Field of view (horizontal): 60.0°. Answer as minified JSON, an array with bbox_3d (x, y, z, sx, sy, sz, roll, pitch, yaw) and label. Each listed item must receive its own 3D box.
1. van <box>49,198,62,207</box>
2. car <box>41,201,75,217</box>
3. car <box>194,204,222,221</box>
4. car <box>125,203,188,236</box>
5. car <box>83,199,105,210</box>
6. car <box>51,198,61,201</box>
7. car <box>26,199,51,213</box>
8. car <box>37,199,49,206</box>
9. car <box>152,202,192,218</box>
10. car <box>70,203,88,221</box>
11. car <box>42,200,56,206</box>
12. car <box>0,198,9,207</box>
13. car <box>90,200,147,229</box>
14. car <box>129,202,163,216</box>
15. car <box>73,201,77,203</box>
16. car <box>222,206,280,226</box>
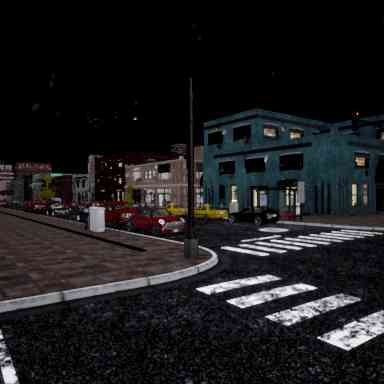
[{"bbox_3d":[-28.999,2.173,70.661,1.690,1.788,3.998,-1,0,-36],"label":"van"},{"bbox_3d":[-15.551,2.053,38.449,2.008,1.369,4.403,-1,0,-36],"label":"car"},{"bbox_3d":[1.163,1.753,29.890,1.752,1.417,4.829,-1,0,-36],"label":"car"},{"bbox_3d":[-2.104,1.673,20.268,1.967,1.590,4.097,-1,0,-36],"label":"car"},{"bbox_3d":[-15.549,2.002,52.480,1.967,1.590,4.097,-1,0,-36],"label":"car"},{"bbox_3d":[-25.313,2.265,61.332,1.812,1.442,4.674,-1,0,-35],"label":"car"},{"bbox_3d":[-22.280,1.952,47.539,2.192,1.841,5.009,-1,0,-36],"label":"car"},{"bbox_3d":[-35.819,2.494,79.889,1.752,1.417,4.829,-1,0,-36],"label":"car"},{"bbox_3d":[-2.200,1.820,34.435,1.752,1.417,4.829,-1,0,-36],"label":"car"},{"bbox_3d":[-8.826,1.919,29.359,2.008,1.369,4.403,-1,0,-36],"label":"car"},{"bbox_3d":[-32.356,2.444,75.207,1.887,1.381,4.507,-1,0,-36],"label":"car"},{"bbox_3d":[-42.486,2.357,74.787,2.192,1.841,5.009,-1,0,-36],"label":"car"},{"bbox_3d":[-5.470,1.616,24.812,2.192,1.841,5.009,-1,0,-36],"label":"car"},{"bbox_3d":[-5.460,1.911,38.844,2.008,1.369,4.403,-1,0,-36],"label":"car"},{"bbox_3d":[-22.270,2.279,61.571,1.802,1.307,4.206,-1,0,-36],"label":"car"},{"bbox_3d":[4.627,1.724,25.208,1.947,1.339,4.313,-1,0,-36],"label":"car"}]
